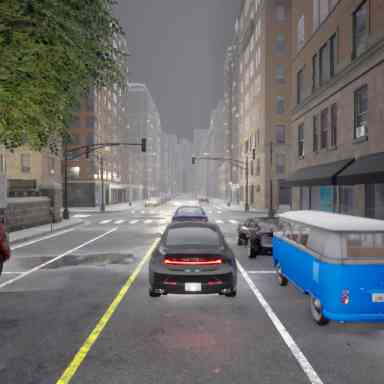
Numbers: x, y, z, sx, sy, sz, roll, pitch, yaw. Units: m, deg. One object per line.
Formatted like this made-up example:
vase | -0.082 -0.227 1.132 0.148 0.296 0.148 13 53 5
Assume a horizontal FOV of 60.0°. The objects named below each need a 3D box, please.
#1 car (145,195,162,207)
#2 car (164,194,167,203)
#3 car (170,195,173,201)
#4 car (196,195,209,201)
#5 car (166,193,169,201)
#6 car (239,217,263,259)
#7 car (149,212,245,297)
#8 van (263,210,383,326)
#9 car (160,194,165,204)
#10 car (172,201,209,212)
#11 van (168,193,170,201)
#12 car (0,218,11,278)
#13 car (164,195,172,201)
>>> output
car | -6.041 1.498 50.231 1.752 1.417 4.829 0 0 0
car | -6.124 1.514 61.303 1.887 1.381 4.507 0 0 0
car | -6.246 1.523 77.655 2.008 1.369 4.403 0 0 0
car | 2.359 1.410 66.853 1.967 1.590 4.097 0 0 0
car | -6.165 1.514 66.753 1.887 1.381 4.507 0 0 0
car | 2.768 1.563 12.478 1.947 1.339 4.313 0 0 0
car | 0.011 1.503 8.561 1.837 1.490 4.892 0 0 0
van | 2.810 1.340 6.818 1.690 1.788 3.998 0 0 0
car | -6.083 1.521 55.852 2.008 1.369 4.403 0 0 0
car | -0.098 1.472 18.056 1.882 1.535 5.008 0 0 0
van | -6.206 1.312 72.204 1.690 1.788 3.998 0 0 0
car | -5.714 1.314 6.714 2.192 1.841 5.009 0 0 0
car | -6.327 1.503 88.386 1.752 1.417 4.829 0 0 0
